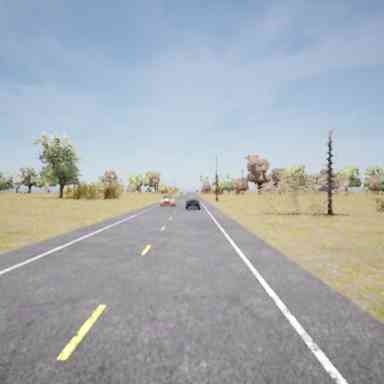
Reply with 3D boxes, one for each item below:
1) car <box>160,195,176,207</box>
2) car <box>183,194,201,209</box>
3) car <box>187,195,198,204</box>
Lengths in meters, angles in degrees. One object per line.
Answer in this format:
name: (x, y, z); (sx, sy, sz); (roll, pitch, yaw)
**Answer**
car: (-3.561, 1.216, 49.031); (2.097, 1.767, 4.553); (0, 0, 0)
car: (0.108, 1.385, 43.501); (1.837, 1.490, 4.892); (0, 0, 0)
car: (0.112, 1.374, 62.154); (2.033, 1.411, 5.357); (0, 0, 0)
